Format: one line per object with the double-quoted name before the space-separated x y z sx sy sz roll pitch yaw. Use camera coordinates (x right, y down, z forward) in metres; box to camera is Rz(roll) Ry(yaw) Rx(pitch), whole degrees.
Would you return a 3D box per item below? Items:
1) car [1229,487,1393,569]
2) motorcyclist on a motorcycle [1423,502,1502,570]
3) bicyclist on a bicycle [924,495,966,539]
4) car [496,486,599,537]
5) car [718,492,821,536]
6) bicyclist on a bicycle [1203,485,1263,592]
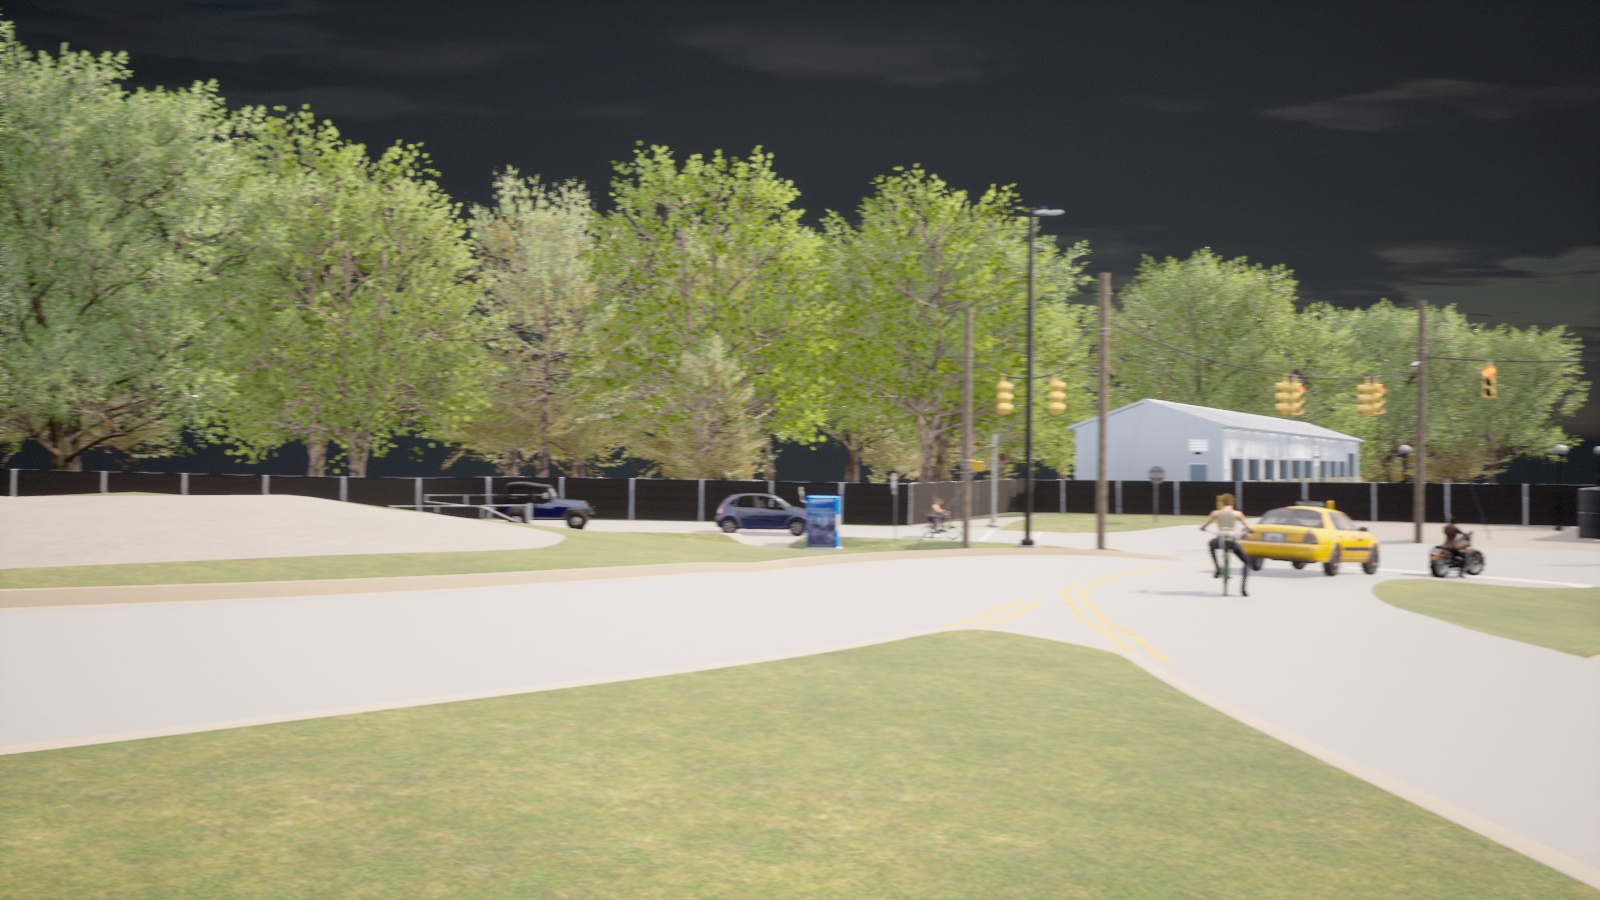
"car" 11.274 1.693 27.443 1.801 1.575 5.366 0 -3 39
"motorcyclist on a motorcycle" 17.301 2.216 32.773 2.350 1.649 0.766 0 0 -34
"bicyclist on a bicycle" 5.674 2.596 49.068 1.509 1.612 0.866 1 1 16
"car" -9.984 2.414 49.938 3.866 1.878 1.905 0 1 -7
"car" -1.175 2.530 50.107 3.988 1.617 1.851 0 1 2
"bicyclist on a bicycle" 6.885 1.381 19.969 0.866 1.612 1.509 0 -2 19
